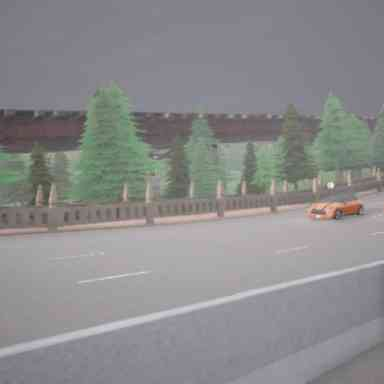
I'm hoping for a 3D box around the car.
[{"bbox_3d":[10.532,0.990,24.326,4.553,1.767,2.097,-4,2,-35],"label":"car"}]
